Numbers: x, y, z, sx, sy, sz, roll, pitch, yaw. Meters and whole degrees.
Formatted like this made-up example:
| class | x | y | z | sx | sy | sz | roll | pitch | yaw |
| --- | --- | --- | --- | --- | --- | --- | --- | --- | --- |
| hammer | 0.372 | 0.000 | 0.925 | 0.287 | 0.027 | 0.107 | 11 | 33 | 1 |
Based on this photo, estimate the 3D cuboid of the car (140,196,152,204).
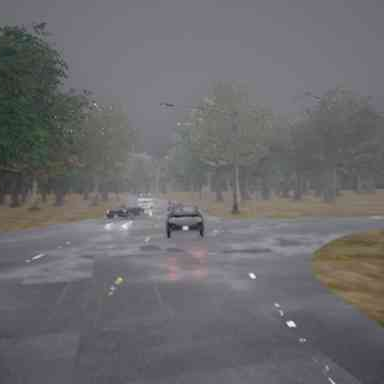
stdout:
| class | x | y | z | sx | sy | sz | roll | pitch | yaw |
| --- | --- | --- | --- | --- | --- | --- | --- | --- | --- |
| car | -8.889 | 1.502 | 63.631 | 2.128 | 1.511 | 4.902 | 0 | 0 | -9 |

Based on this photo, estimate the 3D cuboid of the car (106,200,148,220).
| class | x | y | z | sx | sy | sz | roll | pitch | yaw |
| --- | --- | --- | --- | --- | --- | --- | --- | --- | --- |
| car | -5.758 | 1.660 | 29.188 | 1.895 | 1.301 | 4.718 | 0 | 0 | 11 |

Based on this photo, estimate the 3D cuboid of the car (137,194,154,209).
| class | x | y | z | sx | sy | sz | roll | pitch | yaw |
| --- | --- | --- | --- | --- | --- | --- | --- | --- | --- |
| car | -6.530 | 1.279 | 46.735 | 2.150 | 2.045 | 5.566 | 0 | 0 | -7 |

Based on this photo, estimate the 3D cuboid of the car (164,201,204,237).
| class | x | y | z | sx | sy | sz | roll | pitch | yaw |
| --- | --- | --- | --- | --- | --- | --- | --- | --- | --- |
| car | -0.416 | 1.448 | 17.743 | 2.128 | 1.511 | 4.902 | -1 | 0 | -3 |
